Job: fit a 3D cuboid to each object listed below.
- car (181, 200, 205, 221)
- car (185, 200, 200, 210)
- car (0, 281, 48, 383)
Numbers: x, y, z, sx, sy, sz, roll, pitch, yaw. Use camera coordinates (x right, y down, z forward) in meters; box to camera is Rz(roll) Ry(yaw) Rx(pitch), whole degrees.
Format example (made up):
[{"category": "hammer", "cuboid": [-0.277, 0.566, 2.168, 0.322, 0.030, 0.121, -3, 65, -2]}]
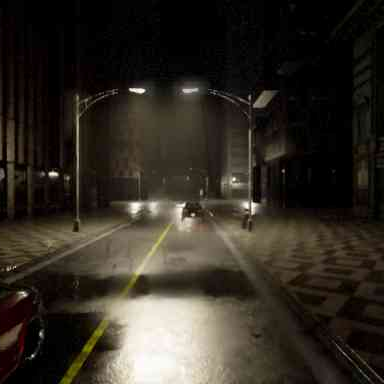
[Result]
[{"category": "car", "cuboid": [0.085, 1.599, 27.702, 1.812, 1.442, 4.674, 0, 0, 0]}, {"category": "car", "cuboid": [0.076, 1.725, 45.374, 1.895, 1.301, 4.718, 0, 0, 0]}, {"category": "car", "cuboid": [-3.002, 1.571, 2.970, 1.994, 1.385, 4.181, 0, 0, 0]}]
